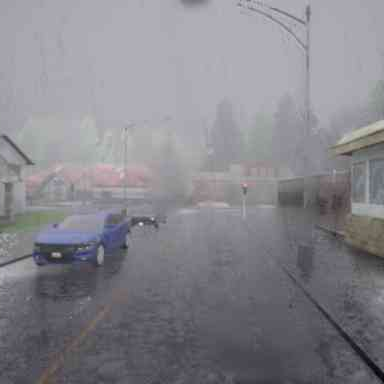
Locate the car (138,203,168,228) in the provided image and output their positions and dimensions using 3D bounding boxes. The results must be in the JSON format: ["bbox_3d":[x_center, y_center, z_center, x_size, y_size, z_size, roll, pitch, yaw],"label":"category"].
[{"bbox_3d":[-2.757,1.455,21.845,2.033,1.411,5.357,1,0,4],"label":"car"}]

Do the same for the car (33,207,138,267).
[{"bbox_3d":[-3.459,1.404,11.374,1.882,1.535,5.008,1,0,4],"label":"car"}]
